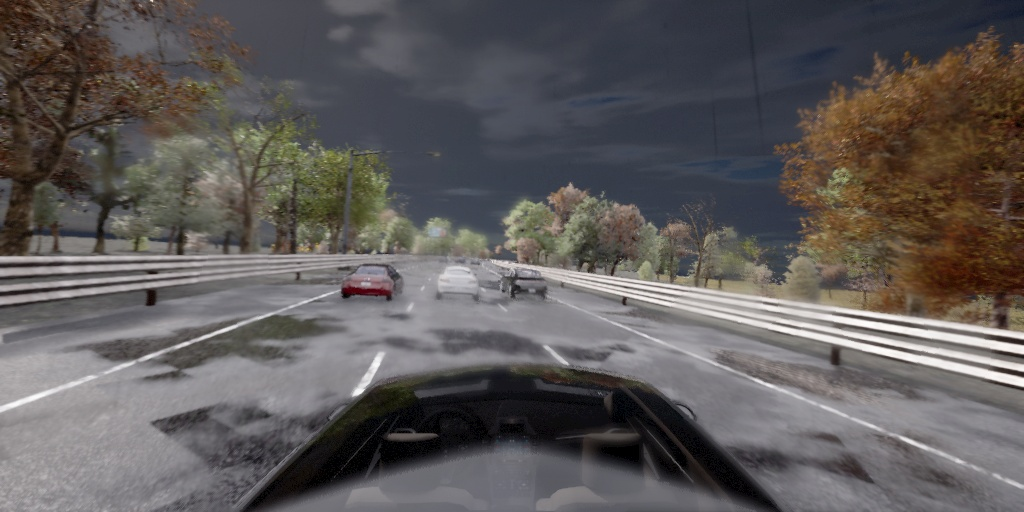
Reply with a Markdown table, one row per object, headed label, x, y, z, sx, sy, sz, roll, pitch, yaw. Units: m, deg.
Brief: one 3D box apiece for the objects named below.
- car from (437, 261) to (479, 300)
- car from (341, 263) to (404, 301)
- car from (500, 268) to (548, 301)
| label | x | y | z | sx | sy | sz | roll | pitch | yaw |
| --- | --- | --- | --- | --- | --- | --- | --- | --- | --- |
| car | -2.652 | 1.216 | 17.360 | 1.812 | 1.442 | 4.674 | 4 | 0 | -10 |
| car | -5.854 | 1.012 | 15.471 | 1.994 | 1.385 | 4.181 | 4 | 0 | -11 |
| car | 0.546 | 1.422 | 19.246 | 2.128 | 1.511 | 4.902 | 4 | 0 | -10 |
